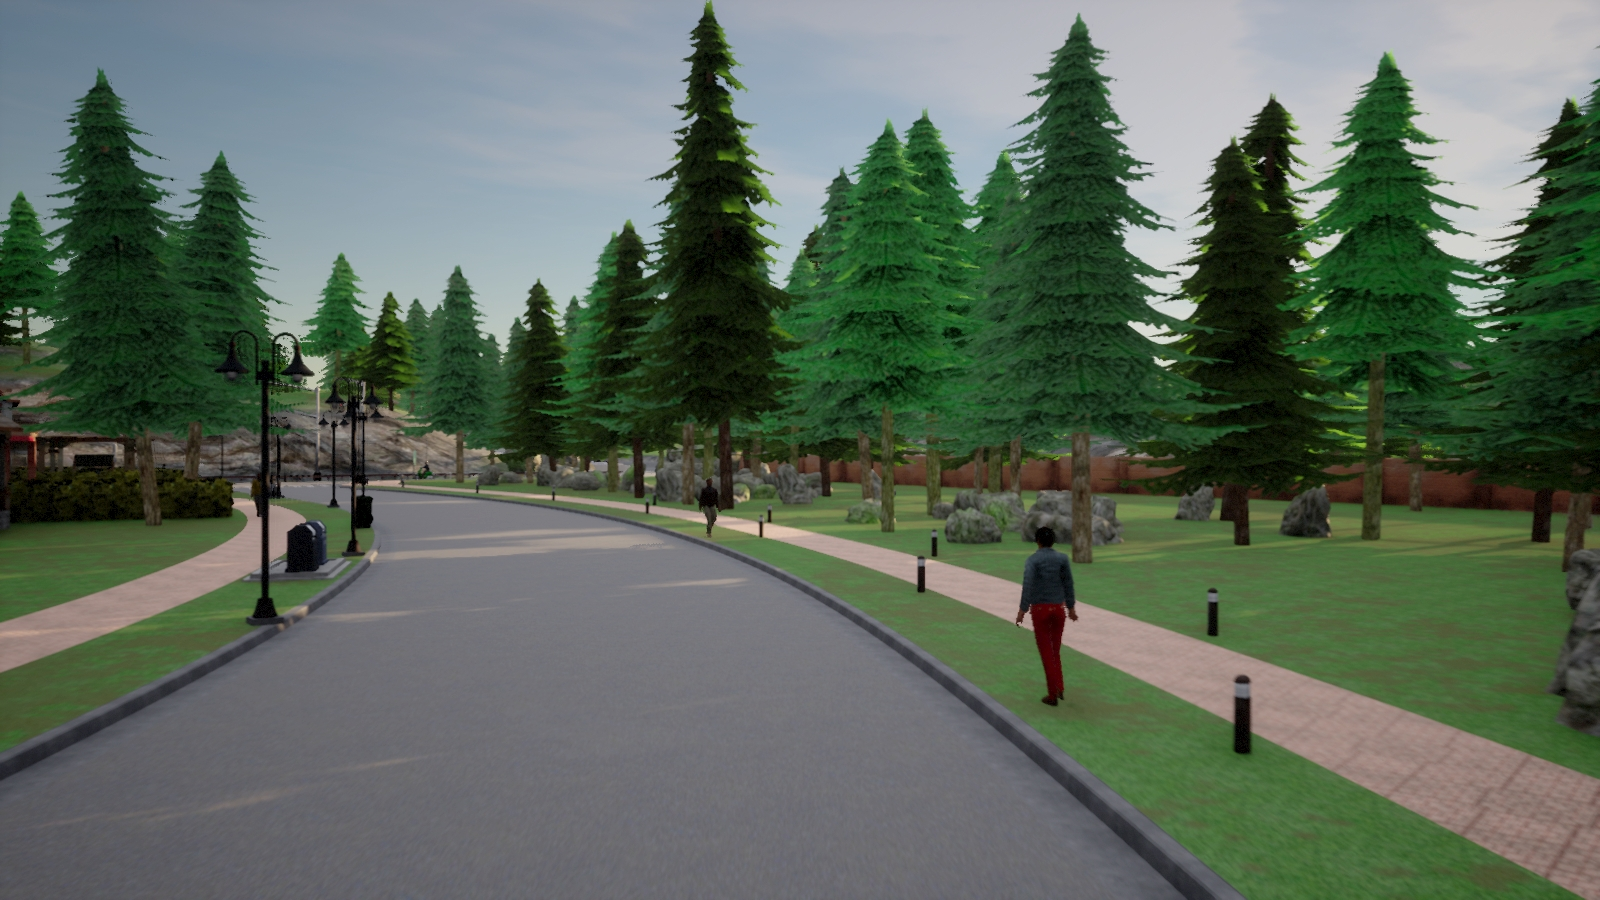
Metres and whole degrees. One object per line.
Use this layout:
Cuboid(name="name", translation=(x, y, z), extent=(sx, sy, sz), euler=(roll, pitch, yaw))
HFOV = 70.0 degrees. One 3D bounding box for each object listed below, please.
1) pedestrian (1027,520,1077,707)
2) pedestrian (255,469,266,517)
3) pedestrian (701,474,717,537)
Cuboid(name="pedestrian", translation=(2.588, 1.665, 11.755), extent=(0.375, 1.860, 0.375), euler=(0, 0, -13))
Cuboid(name="pedestrian", translation=(-20.954, 1.663, 44.342), extent=(0.375, 1.860, 0.375), euler=(0, 0, -27))
Cuboid(name="pedestrian", translation=(-2.722, 1.665, 34.229), extent=(0.375, 1.860, 0.375), euler=(0, 0, -21))
